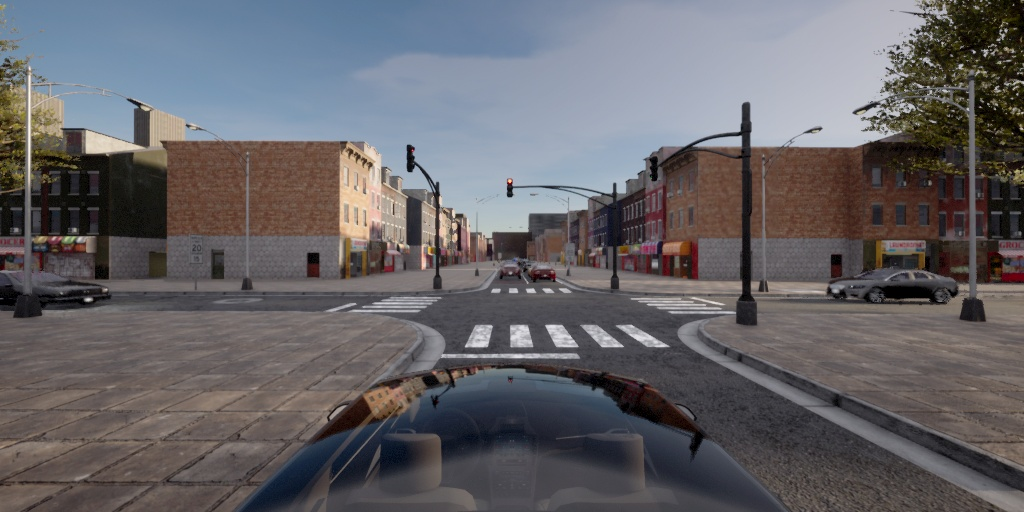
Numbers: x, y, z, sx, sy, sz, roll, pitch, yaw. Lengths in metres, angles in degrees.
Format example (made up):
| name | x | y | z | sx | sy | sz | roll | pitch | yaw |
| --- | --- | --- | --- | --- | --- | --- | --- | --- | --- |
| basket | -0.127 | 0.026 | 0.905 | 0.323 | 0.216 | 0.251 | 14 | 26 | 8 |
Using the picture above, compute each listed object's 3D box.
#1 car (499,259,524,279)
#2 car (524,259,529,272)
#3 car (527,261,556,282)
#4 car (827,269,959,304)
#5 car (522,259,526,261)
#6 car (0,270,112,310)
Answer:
| name | x | y | z | sx | sy | sz | roll | pitch | yaw |
| --- | --- | --- | --- | --- | --- | --- | --- | --- | --- |
| car | -0.143 | 1.299 | 33.345 | 1.812 | 1.442 | 4.674 | 0 | 0 | 0 |
| car | 2.384 | 1.300 | 34.502 | 1.751 | 1.417 | 4.829 | 0 | 0 | 0 |
| car | 2.430 | 1.312 | 28.653 | 1.888 | 1.381 | 4.507 | 0 | 0 | 0 |
| car | 17.316 | 1.354 | 16.460 | 4.902 | 1.511 | 2.128 | 0 | 0 | 0 |
| car | 2.297 | 1.365 | 45.690 | 1.948 | 1.339 | 4.313 | 0 | 0 | 0 |
| car | -18.539 | 1.245 | 13.440 | 5.357 | 1.411 | 2.033 | 0 | 0 | 0 |
